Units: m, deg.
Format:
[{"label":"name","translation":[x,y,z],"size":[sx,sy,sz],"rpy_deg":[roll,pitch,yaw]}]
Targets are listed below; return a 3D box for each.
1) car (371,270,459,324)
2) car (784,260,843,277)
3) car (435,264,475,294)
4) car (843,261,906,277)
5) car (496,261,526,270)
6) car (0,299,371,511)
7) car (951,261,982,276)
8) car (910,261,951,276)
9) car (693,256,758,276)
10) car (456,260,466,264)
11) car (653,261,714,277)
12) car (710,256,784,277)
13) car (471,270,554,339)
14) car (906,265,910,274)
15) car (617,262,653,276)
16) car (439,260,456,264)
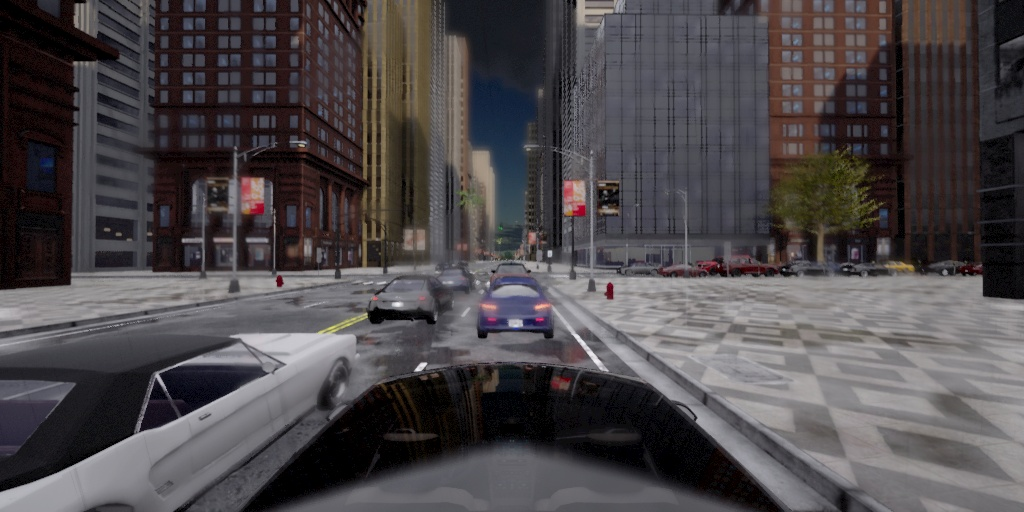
[{"label":"car","translation":[-3.173,1.323,11.986],"size":[1.994,1.385,4.181],"rpy_deg":[0,0,0]},{"label":"car","translation":[26.526,1.264,32.240],"size":[4.313,1.339,1.948],"rpy_deg":[0,0,-1]},{"label":"car","translation":[-3.190,1.347,20.569],"size":[1.994,1.385,4.181],"rpy_deg":[0,0,0]},{"label":"car","translation":[32.163,1.248,32.339],"size":[4.313,1.339,1.948],"rpy_deg":[0,0,-1]},{"label":"car","translation":[-0.037,1.129,18.977],"size":[2.097,1.767,4.553],"rpy_deg":[0,0,0]},{"label":"car","translation":[-3.157,1.351,3.156],"size":[1.895,1.301,4.718],"rpy_deg":[0,0,0]},{"label":"car","translation":[43.439,1.202,32.539],"size":[4.507,1.381,1.888],"rpy_deg":[0,0,-1]},{"label":"car","translation":[42.728,1.193,35.152],"size":[4.892,1.490,1.837],"rpy_deg":[0,-1,-1]},{"label":"car","translation":[22.509,0.998,37.947],"size":[5.566,2.045,2.150],"rpy_deg":[0,-1,-1]},{"label":"car","translation":[-9.950,1.523,62.991],"size":[2.128,1.511,4.902],"rpy_deg":[0,0,0]},{"label":"car","translation":[15.251,1.316,32.040],"size":[4.207,1.307,1.802],"rpy_deg":[0,0,-1]},{"label":"car","translation":[20.890,1.029,32.140],"size":[5.009,1.841,2.192],"rpy_deg":[0,0,-1]},{"label":"car","translation":[0.087,1.281,9.992],"size":[1.812,1.442,4.674],"rpy_deg":[0,0,0]},{"label":"car","translation":[43.124,1.280,41.060],"size":[4.829,1.417,1.751],"rpy_deg":[0,0,-1]},{"label":"car","translation":[13.206,1.371,37.781],"size":[4.181,1.385,1.994],"rpy_deg":[0,-1,-1]},{"label":"car","translation":[-9.951,1.526,52.705],"size":[1.994,1.385,4.181],"rpy_deg":[0,0,0]}]
